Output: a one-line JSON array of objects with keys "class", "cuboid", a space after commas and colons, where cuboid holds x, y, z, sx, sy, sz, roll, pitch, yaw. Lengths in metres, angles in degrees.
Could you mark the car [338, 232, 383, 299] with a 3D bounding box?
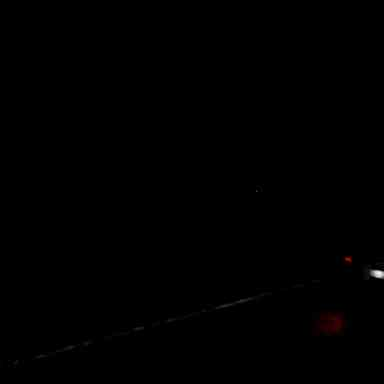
[{"class": "car", "cuboid": [5.148, 1.503, 7.421, 4.181, 1.385, 1.994, -1, 0, -35]}]
